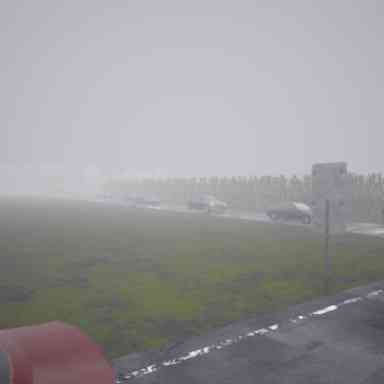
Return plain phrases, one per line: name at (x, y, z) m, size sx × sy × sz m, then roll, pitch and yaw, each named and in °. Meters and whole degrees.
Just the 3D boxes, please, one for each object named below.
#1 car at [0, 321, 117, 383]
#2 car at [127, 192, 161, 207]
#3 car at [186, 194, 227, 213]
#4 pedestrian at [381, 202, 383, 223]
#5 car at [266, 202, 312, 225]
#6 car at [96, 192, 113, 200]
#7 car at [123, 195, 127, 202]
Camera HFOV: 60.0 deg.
car at (-2.704, 1.460, 1.120) m, size 5.008 × 1.535 × 1.882 m, roll 1°, pitch 0°, yaw -35°
car at (-5.988, 1.084, 42.877) m, size 2.033 × 1.411 × 5.357 m, roll 1°, pitch 0°, yaw -36°
car at (1.362, 1.110, 32.621) m, size 2.097 × 1.767 × 4.553 m, roll 1°, pitch 0°, yaw -36°
pedestrian at (14.354, 1.411, 24.761) m, size 0.375 × 1.860 × 0.375 m, roll 3°, pitch -2°, yaw -36°
car at (7.467, 1.471, 24.045) m, size 1.812 × 1.442 × 4.674 m, roll 1°, pitch 0°, yaw -34°
car at (-16.432, 0.704, 62.456) m, size 2.128 × 1.511 × 4.902 m, roll 1°, pitch 0°, yaw -36°
car at (-8.974, 0.787, 52.079) m, size 2.097 × 1.767 × 4.553 m, roll 1°, pitch 0°, yaw -36°
